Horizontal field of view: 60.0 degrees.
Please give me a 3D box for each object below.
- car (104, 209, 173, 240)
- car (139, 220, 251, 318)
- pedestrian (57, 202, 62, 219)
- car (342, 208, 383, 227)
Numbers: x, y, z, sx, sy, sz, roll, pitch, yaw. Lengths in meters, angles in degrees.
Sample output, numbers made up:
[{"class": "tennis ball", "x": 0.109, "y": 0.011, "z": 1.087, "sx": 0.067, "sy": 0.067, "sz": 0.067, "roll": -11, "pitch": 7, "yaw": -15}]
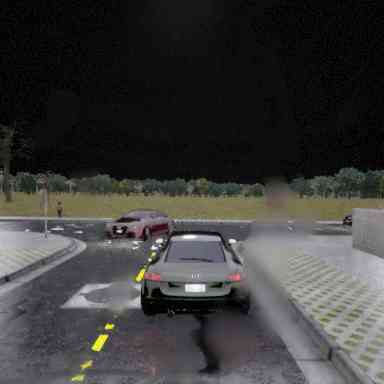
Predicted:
[{"class": "car", "x": -2.493, "y": 1.560, "z": 16.594, "sx": 1.994, "sy": 1.385, "sz": 4.181, "roll": 0, "pitch": 0, "yaw": 22}, {"class": "car", "x": 0.087, "y": 1.562, "z": 7.522, "sx": 1.994, "sy": 1.385, "sz": 4.181, "roll": 0, "pitch": 0, "yaw": 1}, {"class": "pedestrian", "x": -9.721, "y": 0.998, "z": 24.433, "sx": 0.375, "sy": 1.860, "sz": 0.375, "roll": 0, "pitch": -1, "yaw": 0}, {"class": "car", "x": 12.144, "y": 1.743, "z": 21.697, "sx": 4.181, "sy": 1.385, "sz": 1.994, "roll": 1, "pitch": 0, "yaw": -1}]
